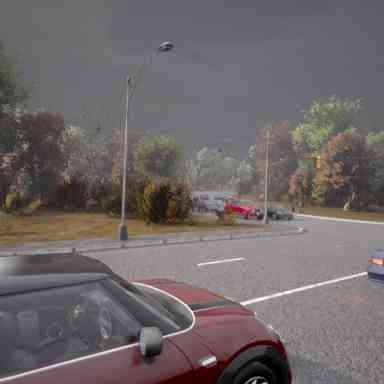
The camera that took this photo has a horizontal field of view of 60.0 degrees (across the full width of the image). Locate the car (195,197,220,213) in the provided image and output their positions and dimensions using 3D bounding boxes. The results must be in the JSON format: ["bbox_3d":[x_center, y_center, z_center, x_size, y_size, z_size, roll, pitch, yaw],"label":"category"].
[{"bbox_3d":[2.043,1.961,44.918,1.837,1.490,4.892,3,0,-18],"label":"car"}]

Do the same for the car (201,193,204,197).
[{"bbox_3d":[0.504,1.190,66.615,2.097,1.767,4.553,2,2,-8],"label":"car"}]

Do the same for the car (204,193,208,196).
[{"bbox_3d":[2.863,1.042,78.373,2.128,1.511,4.902,2,2,-1],"label":"car"}]

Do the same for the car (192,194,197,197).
[{"bbox_3d":[-0.838,1.372,54.967,2.150,2.045,5.566,2,2,-13],"label":"car"}]

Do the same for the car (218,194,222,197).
[{"bbox_3d":[7.402,1.557,69.251,1.837,1.490,4.892,2,3,-8],"label":"car"}]

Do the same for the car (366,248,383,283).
[{"bbox_3d":[6.540,1.662,8.442,5.357,1.411,2.033,2,-1,-36],"label":"car"}]

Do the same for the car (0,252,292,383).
[{"bbox_3d":[-1.211,1.354,2.883,4.553,1.767,2.097,0,0,-36],"label":"car"}]

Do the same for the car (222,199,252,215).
[{"bbox_3d":[5.939,1.993,44.413,2.097,1.767,4.553,3,0,-19],"label":"car"}]

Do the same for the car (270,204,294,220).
[{"bbox_3d":[9.035,2.096,36.440,2.097,1.767,4.553,3,-1,-23],"label":"car"}]

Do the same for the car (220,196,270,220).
[{"bbox_3d":[5.534,1.809,35.657,2.150,2.045,5.566,3,-1,-22],"label":"car"}]

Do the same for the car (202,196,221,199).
[{"bbox_3d":[3.099,1.939,53.770,1.994,1.385,4.181,2,1,-15],"label":"car"}]

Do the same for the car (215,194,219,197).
[{"bbox_3d":[6.317,1.164,79.456,1.994,1.385,4.181,2,2,-1],"label":"car"}]
